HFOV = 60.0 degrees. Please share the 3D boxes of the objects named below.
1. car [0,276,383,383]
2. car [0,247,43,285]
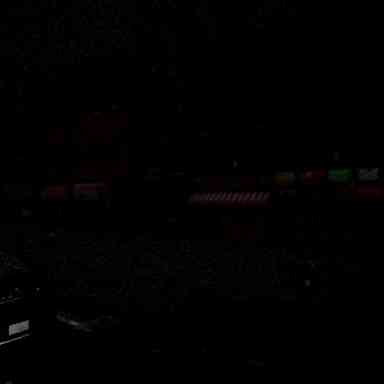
[{"bbox_3d":[0.386,1.575,2.545,4.313,1.339,1.947,-1,-1,35],"label":"car"},{"bbox_3d":[-4.094,1.607,5.740,4.403,1.369,2.008,-1,-1,35],"label":"car"}]
